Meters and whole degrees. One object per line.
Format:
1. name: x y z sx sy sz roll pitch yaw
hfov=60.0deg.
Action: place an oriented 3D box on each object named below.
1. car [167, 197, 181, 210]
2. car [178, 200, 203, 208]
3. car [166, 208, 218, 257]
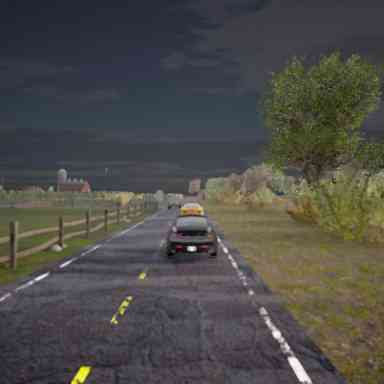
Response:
1. car: -2.789 1.794 54.449 2.150 2.045 5.566 0 -1 0
2. car: 0.009 1.771 29.258 1.882 1.535 5.008 0 0 0
3. car: 0.011 1.639 13.504 1.837 1.490 4.892 0 0 0
